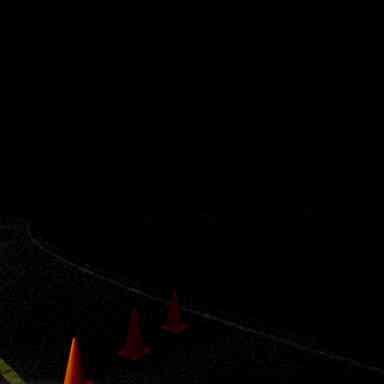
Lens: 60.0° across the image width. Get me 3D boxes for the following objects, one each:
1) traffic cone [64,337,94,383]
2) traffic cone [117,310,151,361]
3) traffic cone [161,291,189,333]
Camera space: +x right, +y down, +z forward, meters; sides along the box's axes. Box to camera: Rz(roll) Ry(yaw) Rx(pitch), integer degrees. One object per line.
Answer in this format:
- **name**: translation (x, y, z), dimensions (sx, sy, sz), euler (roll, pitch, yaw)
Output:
- **traffic cone**: translation (-1.321, 1.945, 3.766), dimensions (0.340, 0.580, 0.340), euler (1, 1, 31)
- **traffic cone**: translation (-0.802, 1.938, 4.617), dimensions (0.340, 0.580, 0.340), euler (1, 1, 31)
- **traffic cone**: translation (-0.284, 1.931, 5.468), dimensions (0.340, 0.580, 0.340), euler (1, 1, 31)
